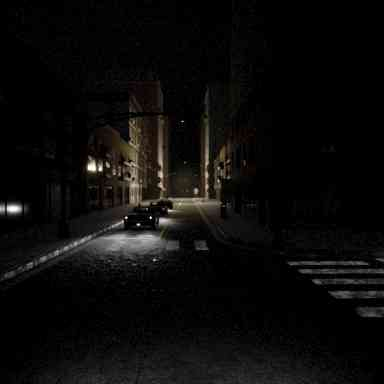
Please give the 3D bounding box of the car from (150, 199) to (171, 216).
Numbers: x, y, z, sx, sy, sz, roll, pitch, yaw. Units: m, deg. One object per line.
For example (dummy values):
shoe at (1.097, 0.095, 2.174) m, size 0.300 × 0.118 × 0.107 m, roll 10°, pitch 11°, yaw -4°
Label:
car at (-3.331, 1.591, 31.890) m, size 1.895 × 1.301 × 4.718 m, roll 0°, pitch 0°, yaw -1°

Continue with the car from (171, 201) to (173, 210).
car at (-3.478, 1.545, 42.608) m, size 1.994 × 1.385 × 4.181 m, roll 0°, pitch 0°, yaw -1°

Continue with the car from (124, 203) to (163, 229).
car at (-3.180, 1.596, 21.741) m, size 1.895 × 1.301 × 4.718 m, roll 0°, pitch 0°, yaw -1°
